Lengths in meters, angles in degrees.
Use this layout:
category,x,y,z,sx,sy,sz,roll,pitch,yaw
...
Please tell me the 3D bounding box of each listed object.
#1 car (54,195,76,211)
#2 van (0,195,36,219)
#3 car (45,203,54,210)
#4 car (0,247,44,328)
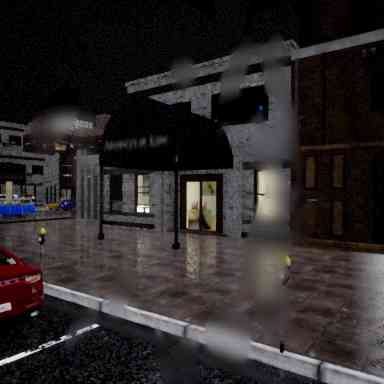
category,x,y,z,sx,sy,sz,roll,pitch,yaw
car,-13.713,1.284,41.538,2.150,2.045,5.566,0,0,36
van,-15.640,1.413,28.724,1.690,1.788,3.998,0,0,35
car,-16.244,1.569,42.453,1.752,1.417,4.829,0,0,35
car,-4.547,1.544,6.110,4.507,1.381,1.887,0,0,35
